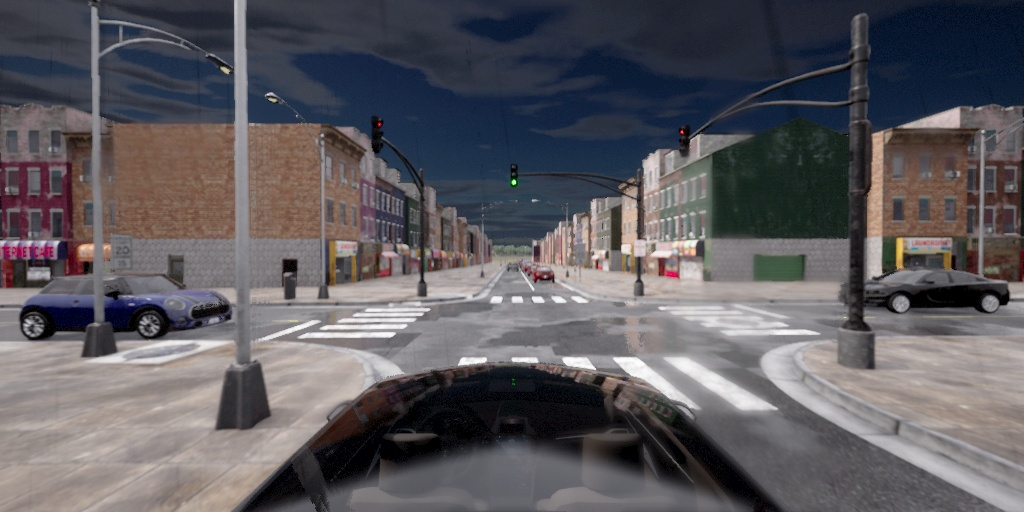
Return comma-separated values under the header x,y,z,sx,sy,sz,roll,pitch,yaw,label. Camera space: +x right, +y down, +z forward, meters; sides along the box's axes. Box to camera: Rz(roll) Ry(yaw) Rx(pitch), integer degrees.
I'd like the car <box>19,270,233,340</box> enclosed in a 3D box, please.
x,y,z,sx,sy,sz,roll,pitch,yaw,label
-10.802,1.278,10.309,4.553,1.767,2.097,0,1,0,car

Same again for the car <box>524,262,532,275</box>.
x,y,z,sx,sy,sz,roll,pitch,yaw,label
2.678,1.684,41.850,1.802,1.307,4.207,0,0,0,car

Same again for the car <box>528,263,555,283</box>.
x,y,z,sx,sy,sz,roll,pitch,yaw,label
2.667,1.549,30.785,1.888,1.381,4.507,0,0,0,car

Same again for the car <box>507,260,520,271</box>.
x,y,z,sx,sy,sz,roll,pitch,yaw,label
0.159,1.744,58.831,2.128,1.511,4.902,0,-1,0,car

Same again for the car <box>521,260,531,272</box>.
x,y,z,sx,sy,sz,roll,pitch,yaw,label
2.690,1.745,52.914,1.888,1.381,4.507,0,0,0,car

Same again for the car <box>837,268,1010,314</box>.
x,y,z,sx,sy,sz,roll,pitch,yaw,label
14.976,1.206,13.227,5.008,1.535,1.882,0,1,0,car

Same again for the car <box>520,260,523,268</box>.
x,y,z,sx,sy,sz,roll,pitch,yaw,label
2.696,1.689,58.446,1.967,1.591,4.097,0,0,0,car
